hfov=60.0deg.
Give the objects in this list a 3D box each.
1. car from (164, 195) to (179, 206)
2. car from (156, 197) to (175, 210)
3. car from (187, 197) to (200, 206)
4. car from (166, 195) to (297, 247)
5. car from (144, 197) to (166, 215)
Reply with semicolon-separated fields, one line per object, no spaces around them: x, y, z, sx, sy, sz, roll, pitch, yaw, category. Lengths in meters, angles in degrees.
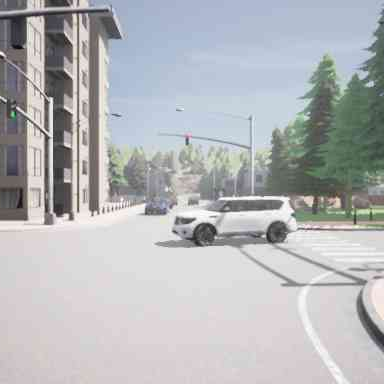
-3.339;1.315;54.218;2.097;1.767;4.553;0;0;1;car
-3.406;1.462;43.543;2.128;1.511;4.902;0;0;1;car
0.225;1.510;55.778;2.033;1.411;5.357;0;0;0;car
1.917;1.207;14.873;5.566;2.045;2.150;0;-1;-16;car
-3.455;1.330;33.299;2.097;1.767;4.553;0;0;0;car
